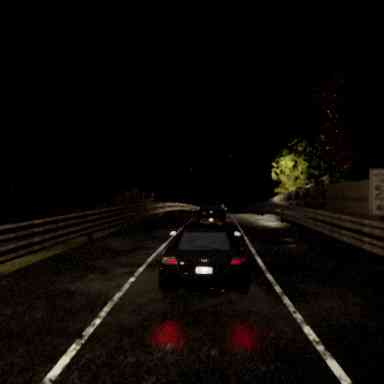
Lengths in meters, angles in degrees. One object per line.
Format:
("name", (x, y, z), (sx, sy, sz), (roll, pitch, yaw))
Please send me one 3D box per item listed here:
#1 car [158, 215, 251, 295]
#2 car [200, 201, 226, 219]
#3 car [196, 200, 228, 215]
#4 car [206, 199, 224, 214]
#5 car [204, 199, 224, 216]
("car", (0.343, 1.518, 8.625), (1.994, 1.385, 4.181), (0, 0, 3))
("car", (1.949, 1.592, 30.285), (2.128, 1.511, 4.902), (0, -1, 5))
("car", (1.339, 1.463, 22.566), (1.837, 1.490, 4.892), (0, -1, 4))
("car", (2.946, 1.871, 41.843), (2.097, 1.767, 4.553), (0, -3, 6))
("car", (2.435, 1.636, 36.198), (2.097, 1.767, 4.553), (0, -2, 5))
